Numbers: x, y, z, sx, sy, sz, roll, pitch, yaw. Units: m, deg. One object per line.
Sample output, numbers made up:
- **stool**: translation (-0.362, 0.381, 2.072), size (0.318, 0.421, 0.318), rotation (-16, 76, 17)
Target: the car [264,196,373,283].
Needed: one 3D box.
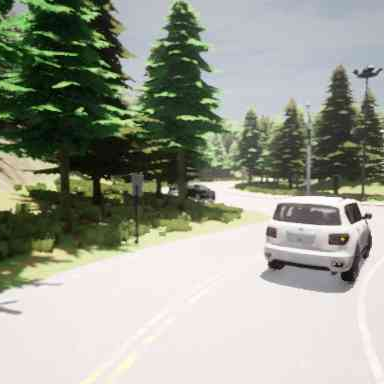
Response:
- **car**: translation (3.982, 1.155, 10.024), size (2.150, 2.045, 5.566), rotation (3, 2, 33)

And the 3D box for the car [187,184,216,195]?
- **car**: translation (0.717, -0.060, 34.089), size (1.882, 1.535, 5.008), rotation (-2, 4, -24)
